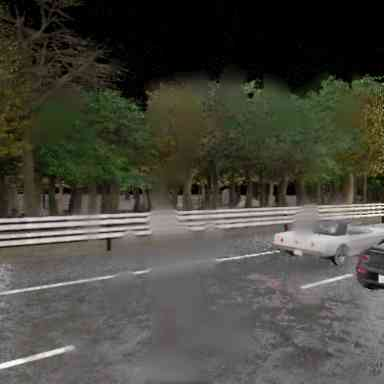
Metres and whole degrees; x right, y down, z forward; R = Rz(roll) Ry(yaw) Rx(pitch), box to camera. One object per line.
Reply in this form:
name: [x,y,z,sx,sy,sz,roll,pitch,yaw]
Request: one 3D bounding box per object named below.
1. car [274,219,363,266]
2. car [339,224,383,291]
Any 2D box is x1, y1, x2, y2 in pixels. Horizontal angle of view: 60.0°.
car: [5.126,1.577,11.482,4.718,1.301,1.895,0,0,-34]
car: [5.635,1.508,7.616,4.674,1.442,1.812,0,0,-33]
